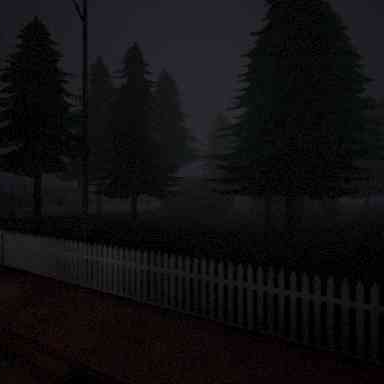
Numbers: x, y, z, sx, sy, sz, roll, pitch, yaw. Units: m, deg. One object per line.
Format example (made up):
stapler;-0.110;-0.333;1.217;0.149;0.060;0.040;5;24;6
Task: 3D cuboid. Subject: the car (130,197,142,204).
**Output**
car;-9.545;1.573;61.890;2.033;1.411;5.357;0;0;34

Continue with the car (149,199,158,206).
car;-3.705;1.567;51.704;2.033;1.411;5.357;0;0;34

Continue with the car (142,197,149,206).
car;-5.474;1.499;55.301;1.882;1.535;5.008;0;0;35

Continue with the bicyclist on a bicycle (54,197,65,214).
bicyclist on a bicycle;-12.601;1.318;31.632;1.656;1.620;0.582;0;0;34
